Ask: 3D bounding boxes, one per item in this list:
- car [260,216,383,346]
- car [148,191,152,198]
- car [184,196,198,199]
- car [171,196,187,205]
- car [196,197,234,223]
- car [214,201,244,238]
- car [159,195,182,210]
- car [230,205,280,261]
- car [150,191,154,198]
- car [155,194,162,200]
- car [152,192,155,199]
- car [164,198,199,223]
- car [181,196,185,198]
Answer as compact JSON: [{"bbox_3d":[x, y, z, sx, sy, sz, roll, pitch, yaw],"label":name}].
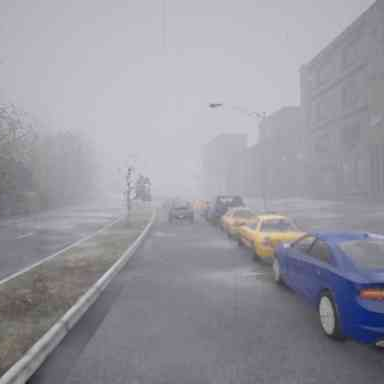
[{"bbox_3d":[3.006,1.489,6.590,2.097,1.535,5.008,0,0,0],"label":"car"},{"bbox_3d":[-10.568,1.160,94.212,2.002,1.452,4.674,0,0,-13],"label":"car"},{"bbox_3d":[0.604,1.431,40.089,1.946,1.575,5.366,0,0,-7],"label":"car"},{"bbox_3d":[-2.265,1.390,57.917,2.163,1.488,4.792,0,0,-10],"label":"car"},{"bbox_3d":[1.849,1.474,28.832,2.231,1.521,4.892,0,0,-4],"label":"car"},{"bbox_3d":[2.615,1.488,17.901,1.946,1.575,5.366,0,0,-2],"label":"car"},{"bbox_3d":[-2.835,1.496,42.841,1.994,1.385,4.181,0,0,-8],"label":"car"},{"bbox_3d":[2.858,1.490,12.341,1.946,1.575,5.366,0,0,-1],"label":"car"},{"bbox_3d":[-9.312,1.193,88.841,2.163,1.488,4.792,0,0,-13],"label":"car"},{"bbox_3d":[-6.774,1.244,78.007,2.231,1.521,4.892,0,0,-13],"label":"car"},{"bbox_3d":[-8.040,1.245,83.412,2.002,1.452,4.674,0,0,-13],"label":"car"},{"bbox_3d":[-0.926,1.488,25.568,2.128,1.511,4.902,0,0,-4],"label":"car"},{"bbox_3d":[-1.022,1.388,50.986,1.946,1.575,5.366,0,0,-9],"label":"car"}]
